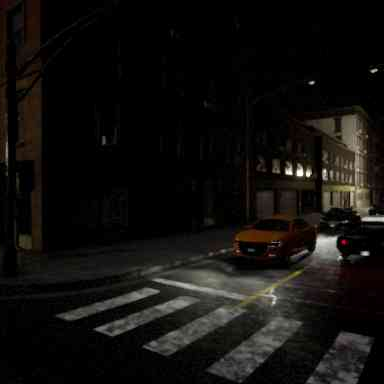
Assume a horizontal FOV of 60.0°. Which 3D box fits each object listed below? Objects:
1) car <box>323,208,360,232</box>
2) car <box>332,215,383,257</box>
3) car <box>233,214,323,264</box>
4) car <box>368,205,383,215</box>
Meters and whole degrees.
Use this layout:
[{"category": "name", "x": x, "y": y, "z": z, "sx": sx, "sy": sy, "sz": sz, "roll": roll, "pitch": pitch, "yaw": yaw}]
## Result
[{"category": "car", "x": 9.984, "y": 1.818, "z": 22.209, "sx": 2.128, "sy": 1.511, "sz": 4.902, "roll": 0, "pitch": -1, "yaw": 36}, {"category": "car", "x": 7.216, "y": 1.817, "z": 13.071, "sx": 1.895, "sy": 1.301, "sz": 4.718, "roll": 0, "pitch": -1, "yaw": 37}, {"category": "car", "x": 3.409, "y": 1.684, "z": 13.069, "sx": 1.882, "sy": 1.535, "sz": 5.008, "roll": 0, "pitch": -1, "yaw": 36}, {"category": "car", "x": 21.693, "y": 2.148, "z": 38.389, "sx": 1.895, "sy": 1.301, "sz": 4.718, "roll": 0, "pitch": -1, "yaw": 36}]
